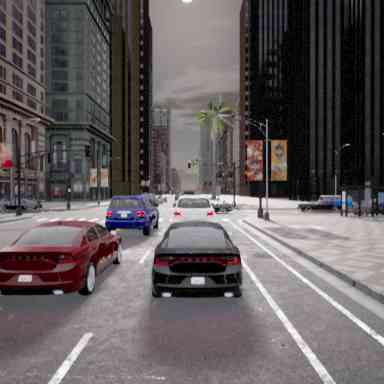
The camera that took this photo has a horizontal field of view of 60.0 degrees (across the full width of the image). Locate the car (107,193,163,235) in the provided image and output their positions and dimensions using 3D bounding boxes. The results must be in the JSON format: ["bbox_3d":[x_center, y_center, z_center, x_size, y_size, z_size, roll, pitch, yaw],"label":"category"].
[{"bbox_3d":[-3.184,1.214,18.591,2.150,2.045,5.566,0,0,2],"label":"car"}]

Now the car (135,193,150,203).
[{"bbox_3d":[-9.790,1.203,66.656,2.150,2.045,5.566,0,0,0],"label":"car"}]

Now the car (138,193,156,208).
[{"bbox_3d":[-6.479,1.204,48.680,2.150,2.045,5.566,0,0,-3],"label":"car"}]

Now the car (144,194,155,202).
[{"bbox_3d":[-9.771,1.331,76.862,2.097,1.767,4.553,0,0,0],"label":"car"}]

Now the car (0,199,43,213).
[{"bbox_3d":[-19.242,1.489,37.105,4.902,1.511,2.128,0,0,-4],"label":"car"}]

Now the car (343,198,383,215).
[{"bbox_3d":[17.062,1.536,31.232,4.403,1.369,2.008,0,0,0],"label":"car"}]

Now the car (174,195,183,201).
[{"bbox_3d":[-3.272,1.466,81.604,1.837,1.490,4.892,0,0,0],"label":"car"}]

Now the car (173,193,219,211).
[{"bbox_3d":[0.097,1.214,18.533,2.150,2.045,5.566,0,0,0],"label":"car"}]

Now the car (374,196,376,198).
[{"bbox_3d":[23.993,1.183,37.094,5.566,2.045,2.150,0,0,0],"label":"car"}]

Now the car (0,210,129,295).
[{"bbox_3d":[-3.152,1.474,8.727,1.882,1.535,5.008,0,0,0],"label":"car"}]

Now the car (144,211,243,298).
[{"bbox_3d":[0.097,1.474,8.573,1.882,1.535,5.008,0,0,0],"label":"car"}]

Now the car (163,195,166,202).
[{"bbox_3d":[-6.580,1.580,62.130,1.895,1.301,4.718,0,0,0],"label":"car"}]

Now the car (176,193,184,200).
[{"bbox_3d":[-3.274,1.159,91.994,2.097,1.767,4.553,0,0,0],"label":"car"}]

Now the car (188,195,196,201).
[{"bbox_3d":[-0.022,1.474,83.198,1.837,1.490,4.892,0,0,0],"label":"car"}]

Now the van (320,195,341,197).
[{"bbox_3d":[17.055,1.299,39.756,3.998,1.788,1.690,0,0,0],"label":"van"}]

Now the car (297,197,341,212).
[{"bbox_3d":[14.235,1.570,37.093,4.718,1.301,1.895,0,0,0],"label":"car"}]

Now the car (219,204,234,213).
[{"bbox_3d":[1.989,1.587,34.900,4.718,1.301,1.895,0,0,20],"label":"car"}]

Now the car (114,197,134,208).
[{"bbox_3d":[-9.939,1.509,49.031,1.812,1.442,4.674,0,0,2],"label":"car"}]
